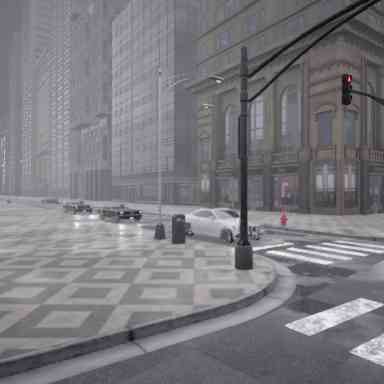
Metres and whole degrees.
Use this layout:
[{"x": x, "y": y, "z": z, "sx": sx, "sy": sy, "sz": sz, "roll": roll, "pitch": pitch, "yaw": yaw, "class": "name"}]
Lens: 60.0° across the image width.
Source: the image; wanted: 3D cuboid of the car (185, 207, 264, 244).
[{"x": 1.286, "y": 1.482, "z": 15.772, "sx": 1.812, "sy": 1.442, "sz": 4.674, "roll": 0, "pitch": 0, "yaw": -35, "class": "car"}]

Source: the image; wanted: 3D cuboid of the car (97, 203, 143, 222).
[{"x": -5.563, "y": 1.525, "z": 25.438, "sx": 1.895, "sy": 1.301, "sz": 4.718, "roll": 0, "pitch": 0, "yaw": -35, "class": "car"}]

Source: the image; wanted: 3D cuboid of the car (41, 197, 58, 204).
[{"x": -25.046, "y": 1.448, "z": 58.363, "sx": 1.895, "sy": 1.301, "sz": 4.718, "roll": 0, "pitch": 0, "yaw": -36, "class": "car"}]

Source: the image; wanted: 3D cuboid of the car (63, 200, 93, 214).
[{"x": -11.731, "y": 1.499, "z": 34.123, "sx": 1.895, "sy": 1.301, "sz": 4.718, "roll": 0, "pitch": 0, "yaw": -35, "class": "car"}]
